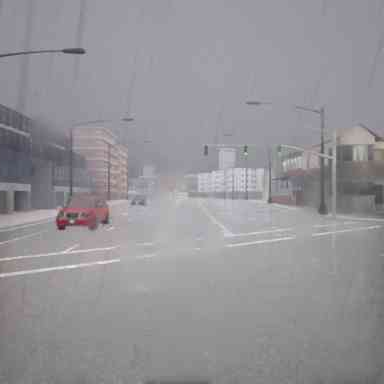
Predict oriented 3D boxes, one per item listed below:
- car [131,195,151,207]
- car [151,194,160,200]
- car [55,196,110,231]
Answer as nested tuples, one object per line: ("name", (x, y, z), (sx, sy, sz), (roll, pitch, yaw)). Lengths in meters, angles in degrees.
("car", (-7.449, 1.270, 47.188), (2.128, 1.511, 4.902), (0, 1, -1))
("car", (-8.070, 1.107, 72.948), (2.128, 1.511, 4.902), (0, 0, -1))
("car", (-6.833, 1.309, 21.489), (2.150, 2.045, 5.566), (0, 0, -1))
